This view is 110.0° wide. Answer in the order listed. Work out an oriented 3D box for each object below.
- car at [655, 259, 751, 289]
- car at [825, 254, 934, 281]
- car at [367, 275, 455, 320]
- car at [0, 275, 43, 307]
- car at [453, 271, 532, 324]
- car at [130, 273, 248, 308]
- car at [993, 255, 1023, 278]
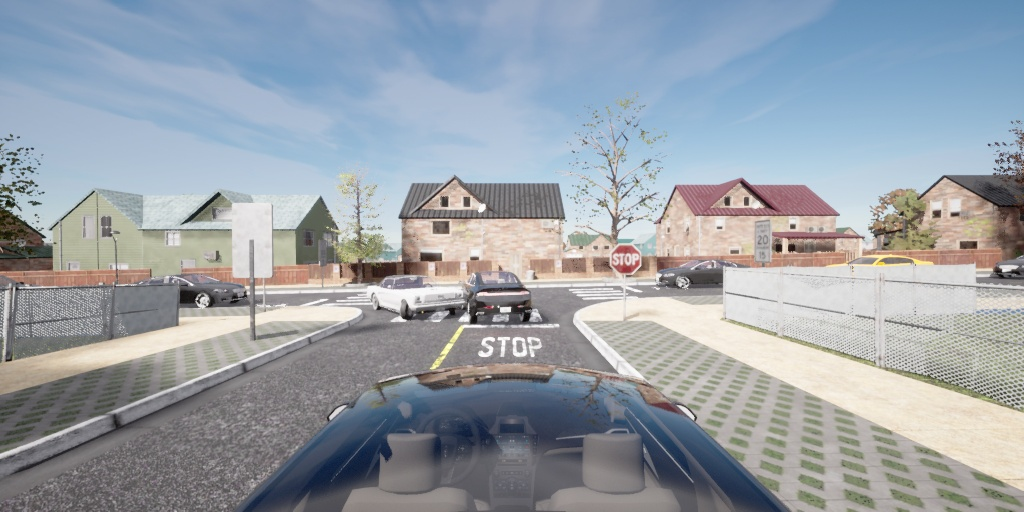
[{"bbox_3d":[10.341,0.925,19.462,4.902,1.511,2.128,-1,1,0],"label":"car"},{"bbox_3d":[19.772,0.690,19.493,5.008,1.535,1.882,-1,1,0],"label":"car"},{"bbox_3d":[-3.596,1.367,12.921,1.895,1.301,4.718,0,0,-38],"label":"car"},{"bbox_3d":[-24.231,1.647,16.388,4.553,1.767,2.097,-1,1,0],"label":"car"},{"bbox_3d":[-0.679,1.242,12.060,2.128,1.511,4.902,0,0,-12],"label":"car"},{"bbox_3d":[-14.893,1.566,16.423,4.902,1.511,2.128,-1,1,0],"label":"car"},{"bbox_3d":[29.396,0.478,19.525,4.902,1.511,2.128,-1,1,0],"label":"car"}]
